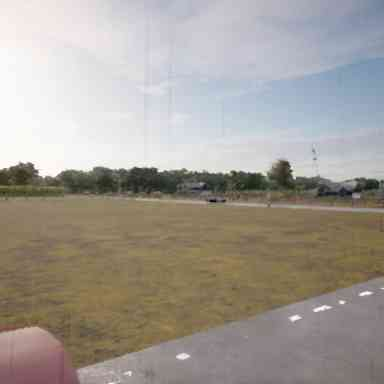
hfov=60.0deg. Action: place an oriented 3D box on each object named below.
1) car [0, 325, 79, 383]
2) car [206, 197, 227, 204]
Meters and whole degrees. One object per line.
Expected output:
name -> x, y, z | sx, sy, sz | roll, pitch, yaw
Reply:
car -> -2.887, 1.474, 1.011 | 5.008, 1.535, 1.882 | 0, 0, -35
car -> 4.839, 1.719, 66.711 | 1.895, 1.301, 4.718 | -1, 1, -35
